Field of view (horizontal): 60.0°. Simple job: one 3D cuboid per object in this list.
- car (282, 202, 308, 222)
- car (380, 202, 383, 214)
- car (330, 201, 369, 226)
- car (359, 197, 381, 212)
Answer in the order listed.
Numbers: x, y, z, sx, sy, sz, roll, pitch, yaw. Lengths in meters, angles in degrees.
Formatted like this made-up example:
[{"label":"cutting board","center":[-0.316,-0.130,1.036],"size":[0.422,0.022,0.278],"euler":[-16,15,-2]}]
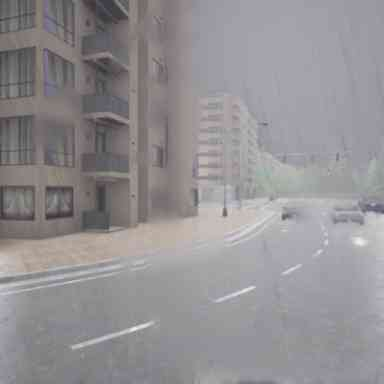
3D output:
[{"label":"car","center":[8.172,1.503,26.343],"size":[1.812,1.442,4.674],"euler":[0,0,19]},{"label":"car","center":[14.211,1.522,21.633],"size":[2.033,1.411,5.357],"euler":[0,0,18]},{"label":"car","center":[10.963,1.577,23.714],"size":[1.895,1.301,4.718],"euler":[0,0,19]},{"label":"car","center":[18.584,1.316,34.841],"size":[2.097,1.767,4.553],"euler":[0,0,19]}]
